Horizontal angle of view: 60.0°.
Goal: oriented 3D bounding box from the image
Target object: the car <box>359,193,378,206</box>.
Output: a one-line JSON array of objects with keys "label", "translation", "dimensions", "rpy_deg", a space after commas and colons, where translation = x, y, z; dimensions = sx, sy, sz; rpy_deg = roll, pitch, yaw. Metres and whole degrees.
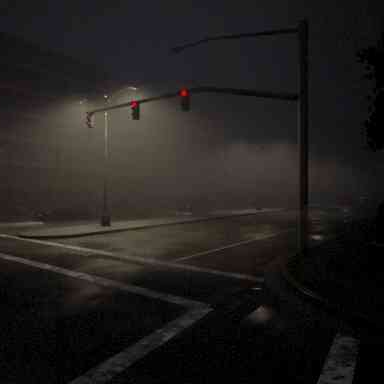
[{"label": "car", "translation": [28.722, 1.221, 54.041], "dimensions": [2.150, 2.045, 5.566], "rpy_deg": [0, 0, 36]}]

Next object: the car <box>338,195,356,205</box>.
[{"label": "car", "translation": [26.656, 1.352, 57.155], "dimensions": [2.097, 1.767, 4.553], "rpy_deg": [0, 0, 36]}]

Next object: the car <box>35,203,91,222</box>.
[{"label": "car", "translation": [-10.127, 1.564, 26.318], "dimensions": [1.994, 1.385, 4.181], "rpy_deg": [0, 0, 36]}]

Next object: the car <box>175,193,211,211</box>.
[{"label": "car", "translation": [0.225, 1.218, 40.606], "dimensions": [2.150, 2.045, 5.566], "rpy_deg": [0, 0, 36]}]

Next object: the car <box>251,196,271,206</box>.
[{"label": "car", "translation": [11.696, 1.485, 56.278], "dimensions": [1.882, 1.535, 5.008], "rpy_deg": [0, 0, 36]}]
